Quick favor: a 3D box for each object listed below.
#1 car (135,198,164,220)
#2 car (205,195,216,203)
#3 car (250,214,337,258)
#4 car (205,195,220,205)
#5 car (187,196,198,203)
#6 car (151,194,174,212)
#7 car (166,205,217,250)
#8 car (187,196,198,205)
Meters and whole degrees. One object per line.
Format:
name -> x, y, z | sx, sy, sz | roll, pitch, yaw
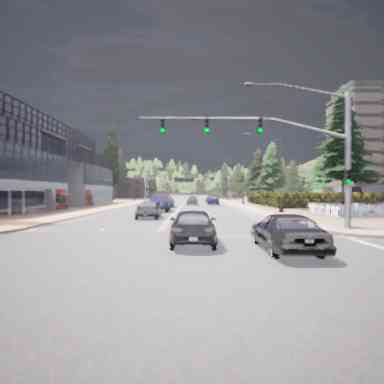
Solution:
car -> -3.636, 1.507, 28.065 | 1.812, 1.442, 4.674 | 0, 0, 0
car -> 3.630, 1.454, 66.261 | 1.837, 1.490, 4.892 | 0, 0, 0
car -> 3.549, 1.536, 12.582 | 2.033, 1.411, 5.357 | 0, 0, 0
car -> 3.580, 1.435, 56.120 | 1.882, 1.535, 5.008 | 0, 0, 0
car -> 0.129, 1.515, 66.214 | 1.994, 1.385, 4.181 | 0, 0, 0
car -> -3.583, 1.196, 37.494 | 2.150, 2.045, 5.566 | 0, 0, 0
car -> 0.041, 1.515, 14.152 | 1.812, 1.442, 4.674 | 0, 0, 0
car -> 0.080, 1.507, 55.880 | 2.033, 1.411, 5.357 | 0, 0, 0
